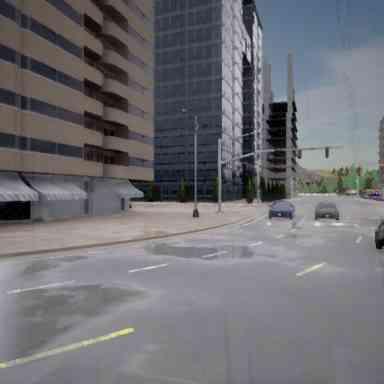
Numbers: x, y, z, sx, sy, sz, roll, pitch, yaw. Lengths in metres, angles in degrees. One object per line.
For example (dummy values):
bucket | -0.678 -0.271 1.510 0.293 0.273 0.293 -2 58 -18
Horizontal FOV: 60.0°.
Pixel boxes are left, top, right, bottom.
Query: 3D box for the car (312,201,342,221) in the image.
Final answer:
car | 11.050 1.558 27.315 1.837 1.490 4.892 0 0 21

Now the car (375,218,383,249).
car | 8.799 1.570 13.821 1.994 1.385 4.181 0 0 32

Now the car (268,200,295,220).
car | 7.776 1.509 28.553 1.882 1.535 5.008 0 0 21
